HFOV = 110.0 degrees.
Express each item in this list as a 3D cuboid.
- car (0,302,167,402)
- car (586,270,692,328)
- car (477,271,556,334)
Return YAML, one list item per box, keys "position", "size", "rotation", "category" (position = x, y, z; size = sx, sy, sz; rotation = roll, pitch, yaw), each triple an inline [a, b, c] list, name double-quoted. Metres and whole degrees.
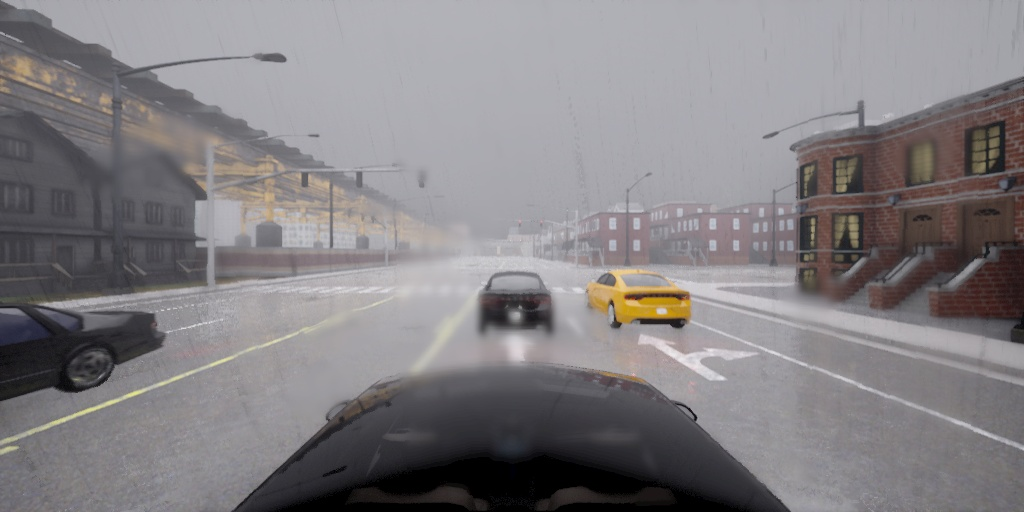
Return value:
- position: [-7.087, 1.280, 3.948]
  size: [2.033, 1.411, 5.357]
  rotation: [0, 0, 0]
  category: "car"
- position: [3.604, 1.155, 11.093]
  size: [1.882, 1.535, 5.008]
  rotation: [0, 0, 0]
  category: "car"
- position: [0.102, 1.161, 10.388]
  size: [1.882, 1.535, 5.008]
  rotation: [0, 0, 0]
  category: "car"
